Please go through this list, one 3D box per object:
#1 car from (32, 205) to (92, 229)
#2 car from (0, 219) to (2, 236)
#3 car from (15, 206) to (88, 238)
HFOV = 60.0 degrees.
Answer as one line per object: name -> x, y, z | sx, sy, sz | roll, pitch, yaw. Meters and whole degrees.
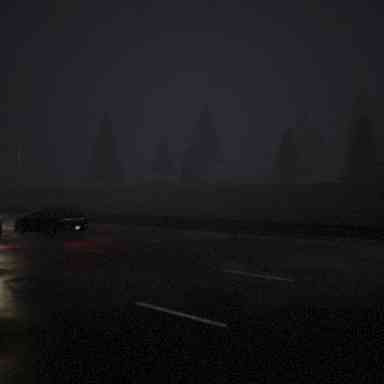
car -> -9.232, 1.676, 23.471 | 4.181, 1.385, 1.994 | 0, 0, 35
car -> -11.260, 1.576, 16.320 | 5.008, 1.535, 1.882 | 0, 0, 35
car -> -7.715, 1.580, 18.090 | 4.902, 1.511, 2.128 | 0, 0, 36
